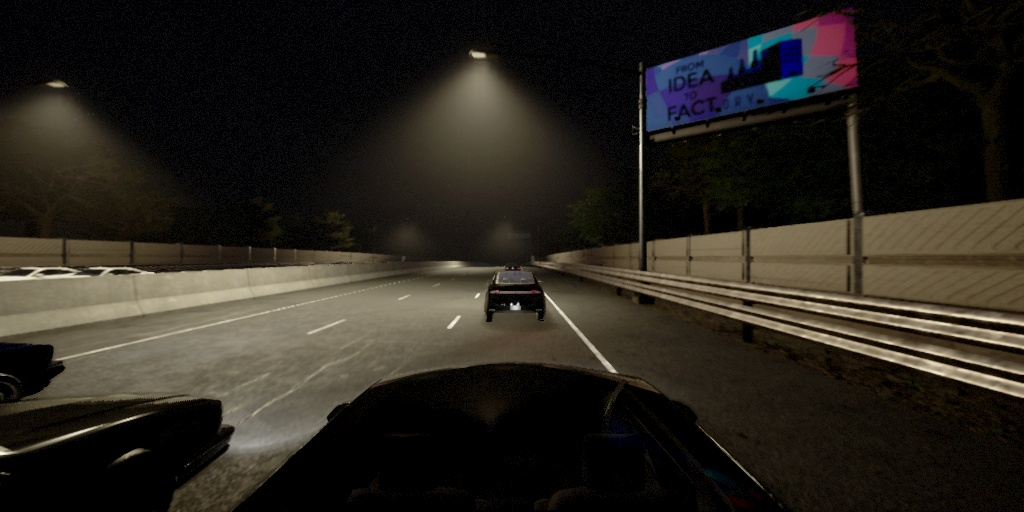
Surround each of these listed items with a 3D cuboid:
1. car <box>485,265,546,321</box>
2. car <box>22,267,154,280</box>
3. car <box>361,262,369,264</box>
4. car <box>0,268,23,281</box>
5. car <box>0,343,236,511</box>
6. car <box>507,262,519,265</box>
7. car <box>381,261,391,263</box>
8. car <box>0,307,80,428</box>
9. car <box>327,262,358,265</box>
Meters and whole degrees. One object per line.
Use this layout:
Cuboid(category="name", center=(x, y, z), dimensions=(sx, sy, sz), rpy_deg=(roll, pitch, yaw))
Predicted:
Cuboid(category="car", center=(0.099, 1.251, 12.576), dimensions=(2.128, 1.511, 4.902), rpy_deg=(0, 0, 0))
Cuboid(category="car", center=(-21.101, 1.290, 18.525), dimensions=(1.812, 1.442, 4.674), rpy_deg=(0, 0, 0))
Cuboid(category="car", center=(-24.542, 1.611, 59.177), dimensions=(1.994, 1.385, 4.181), rpy_deg=(0, -1, 1))
Cuboid(category="car", center=(-24.601, 1.290, 18.515), dimensions=(1.812, 1.442, 4.674), rpy_deg=(0, 0, 0))
Cuboid(category="car", center=(-3.399, 1.297, 0.694), dimensions=(2.033, 1.411, 5.357), rpy_deg=(0, 0, 0))
Cuboid(category="car", center=(0.094, 1.420, 41.480), dimensions=(2.033, 1.411, 5.357), rpy_deg=(0, 0, 0))
Cuboid(category="car", center=(-21.036, 1.596, 59.172), dimensions=(2.033, 1.411, 5.357), rpy_deg=(0, -1, 1))
Cuboid(category="car", center=(-6.899, 1.351, 2.579), dimensions=(1.895, 1.301, 4.718), rpy_deg=(0, 0, 0))
Cuboid(category="car", center=(-17.597, 1.323, 36.110), dimensions=(2.128, 1.511, 4.902), rpy_deg=(0, 0, 0))
